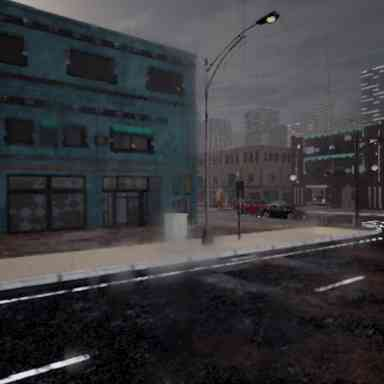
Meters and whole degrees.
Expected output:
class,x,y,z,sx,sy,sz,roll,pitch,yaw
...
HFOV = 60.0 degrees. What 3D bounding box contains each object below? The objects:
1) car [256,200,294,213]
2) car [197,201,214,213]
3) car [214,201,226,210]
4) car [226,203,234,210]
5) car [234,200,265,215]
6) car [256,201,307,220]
class,x,y,z,sx,sy,sz,roll,pitch,yaw
car,10.344,1.803,41.682,2.008,1.369,4.403,-2,0,-35
car,0.305,1.841,41.336,1.967,1.590,4.097,-1,0,-35
car,3.931,1.959,50.705,1.802,1.307,4.206,-2,0,-35
car,7.137,1.897,46.194,1.802,1.307,4.206,-2,0,-35
car,7.214,1.632,36.107,2.097,1.767,4.553,-1,0,-35
car,8.249,1.809,29.956,1.947,1.339,4.313,-2,0,-35
